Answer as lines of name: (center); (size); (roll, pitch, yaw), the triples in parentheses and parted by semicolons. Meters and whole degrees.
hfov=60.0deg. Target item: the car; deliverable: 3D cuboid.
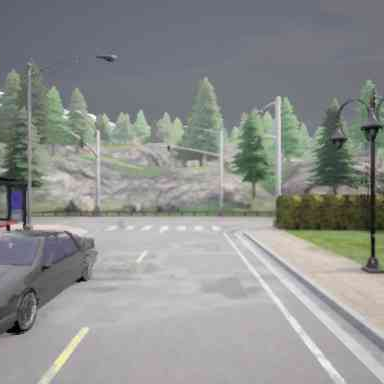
car: (-3.517, 1.551, 7.016); (2.033, 1.411, 5.357); (0, 0, 0)
